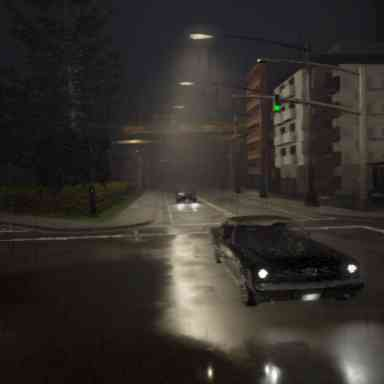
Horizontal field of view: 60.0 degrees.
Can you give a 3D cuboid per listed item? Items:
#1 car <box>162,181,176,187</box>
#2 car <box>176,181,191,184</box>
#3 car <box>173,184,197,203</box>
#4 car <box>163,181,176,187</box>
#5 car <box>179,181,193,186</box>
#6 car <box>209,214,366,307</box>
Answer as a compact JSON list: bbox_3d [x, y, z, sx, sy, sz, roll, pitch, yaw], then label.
[{"bbox_3d":[-5.645,-1.931,82.550,1.853,1.218,4.536,-1,2,19],"label":"car"},{"bbox_3d":[-1.488,-1.911,82.587,2.038,1.542,4.974,-3,3,-26],"label":"car"},{"bbox_3d":[-0.703,0.241,31.748,2.033,1.411,5.357,-2,2,-5],"label":"car"},{"bbox_3d":[-5.656,-1.771,82.507,2.038,1.542,4.974,-1,2,19],"label":"car"},{"bbox_3d":[-1.516,-2.069,82.627,1.853,1.218,4.536,-3,3,-26],"label":"car"},{"bbox_3d":[1.614,1.234,7.321,1.895,1.301,4.718,-2,2,-5],"label":"car"}]
